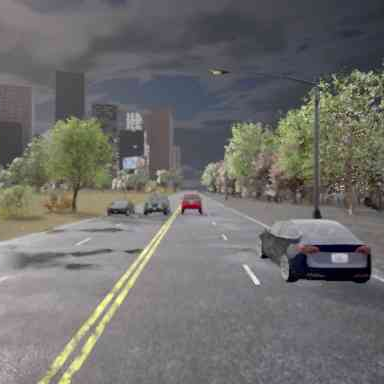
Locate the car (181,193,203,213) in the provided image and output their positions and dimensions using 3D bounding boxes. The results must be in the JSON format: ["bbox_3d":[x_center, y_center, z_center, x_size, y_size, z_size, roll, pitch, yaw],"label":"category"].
[{"bbox_3d":[-0.042,1.168,35.913,2.150,2.045,5.566,0,0,0],"label":"car"}]

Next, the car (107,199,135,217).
[{"bbox_3d":[-6.574,1.432,31.189,1.882,1.535,5.008,0,0,0],"label":"car"}]

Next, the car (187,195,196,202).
[{"bbox_3d":[-0.113,1.347,73.542,2.128,1.511,4.902,0,0,0],"label":"car"}]

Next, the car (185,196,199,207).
[{"bbox_3d":[0.022,1.394,51.685,2.128,1.511,4.902,0,0,0],"label":"car"}]

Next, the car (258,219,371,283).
[{"bbox_3d":[3.238,1.493,9.639,2.163,1.488,4.792,0,0,0],"label":"car"}]

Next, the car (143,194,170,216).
[{"bbox_3d":[-3.310,1.179,32.325,2.150,2.045,5.566,0,0,0],"label":"car"}]
